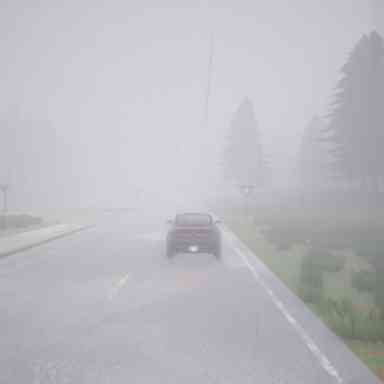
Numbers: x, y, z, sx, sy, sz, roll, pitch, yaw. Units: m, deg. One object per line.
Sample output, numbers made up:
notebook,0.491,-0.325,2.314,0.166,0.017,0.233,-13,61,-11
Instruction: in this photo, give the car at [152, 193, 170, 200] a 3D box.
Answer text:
car,-9.011,1.572,91.640,4.181,1.381,1.994,0,0,-1

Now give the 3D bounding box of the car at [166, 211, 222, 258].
car,0.070,1.508,12.699,1.837,1.490,4.892,0,0,0
